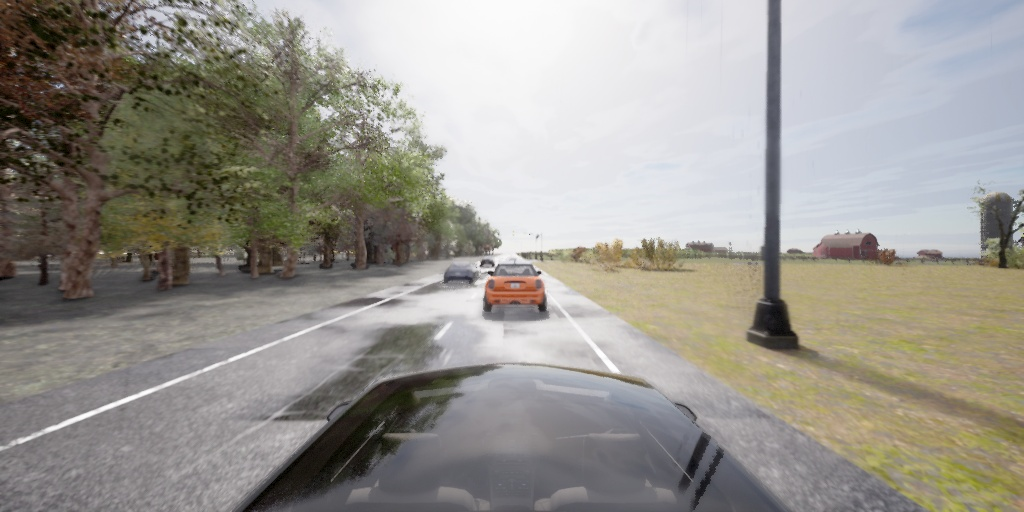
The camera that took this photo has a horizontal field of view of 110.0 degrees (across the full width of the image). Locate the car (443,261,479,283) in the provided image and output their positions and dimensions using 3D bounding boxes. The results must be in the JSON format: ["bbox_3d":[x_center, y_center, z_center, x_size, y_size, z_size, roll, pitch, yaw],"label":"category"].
[{"bbox_3d":[-3.392,1.054,24.459,1.994,1.385,4.181,0,1,0],"label":"car"}]

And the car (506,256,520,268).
[{"bbox_3d":[0.114,0.749,47.340,1.812,1.442,4.674,0,1,0],"label":"car"}]

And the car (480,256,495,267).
[{"bbox_3d":[-3.385,0.711,50.478,1.812,1.442,4.674,0,1,0],"label":"car"}]

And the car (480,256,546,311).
[{"bbox_3d":[0.104,0.963,13.870,2.097,1.767,4.553,0,1,0],"label":"car"}]
